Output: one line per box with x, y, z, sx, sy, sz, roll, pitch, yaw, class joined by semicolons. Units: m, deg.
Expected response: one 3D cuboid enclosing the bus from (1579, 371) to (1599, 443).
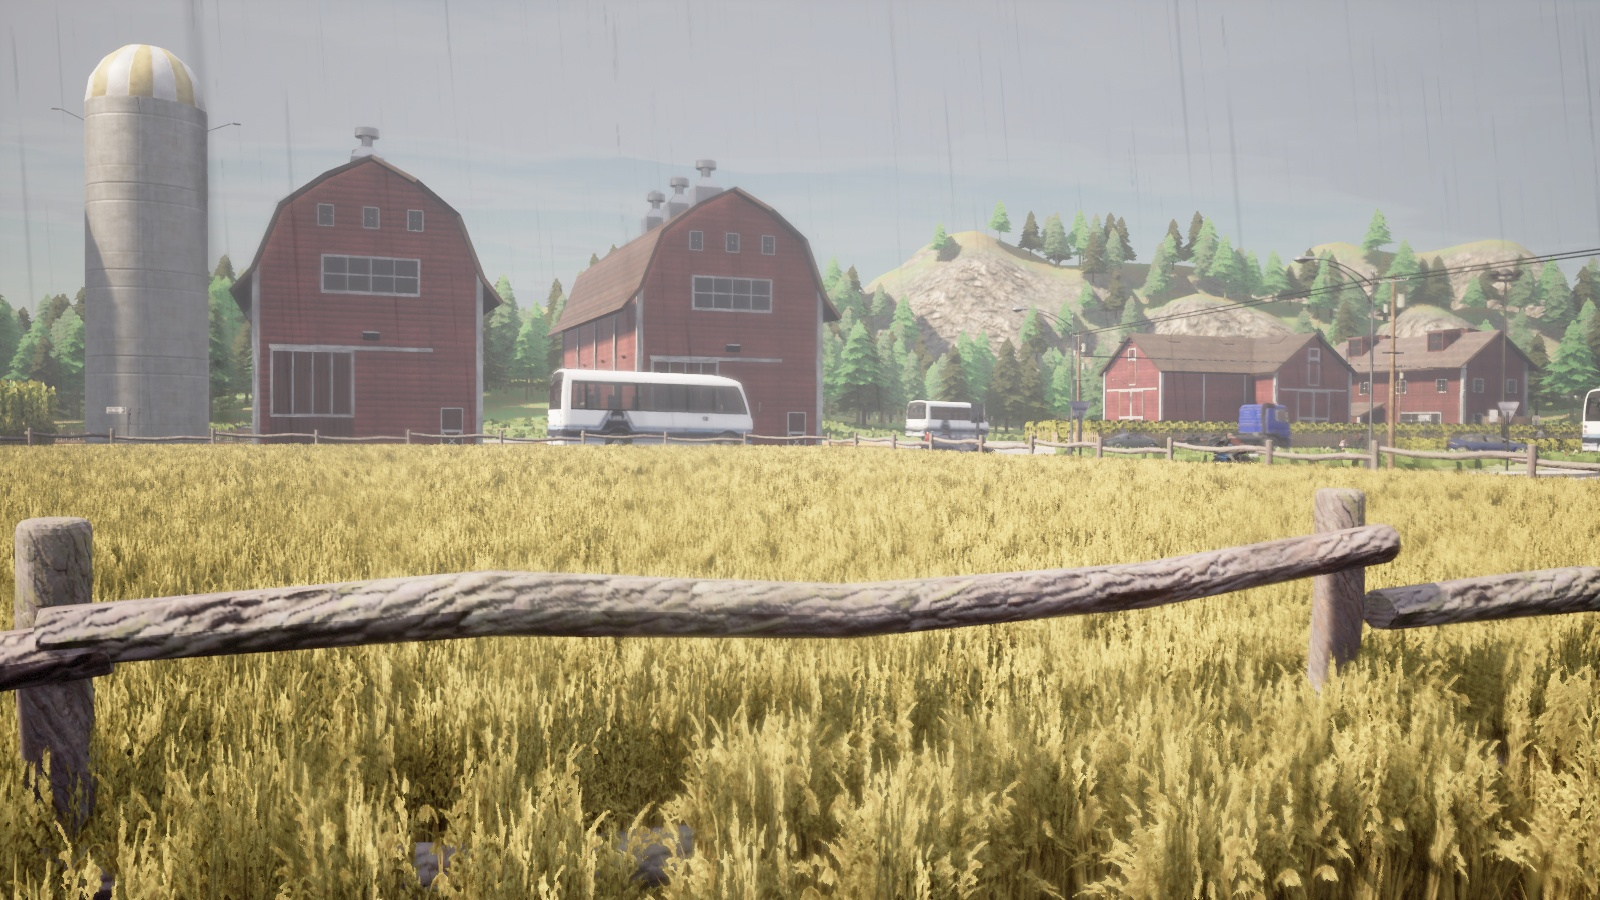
52.277;-2.652;75.210;10.273;4.253;3.944;-1;1;-19;bus

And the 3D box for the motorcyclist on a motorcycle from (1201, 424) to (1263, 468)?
15.358;-0.159;44.726;0.866;1.530;2.191;-1;1;-21;motorcyclist on a motorcycle

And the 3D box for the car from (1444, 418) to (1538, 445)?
40.716;-1.086;74.043;4.792;1.488;2.163;0;1;30;car

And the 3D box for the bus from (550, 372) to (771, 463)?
-6.980;-1.568;62.984;10.273;4.253;3.944;0;1;-24;bus

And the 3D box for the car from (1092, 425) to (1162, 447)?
22.470;-0.973;86.350;4.181;1.385;1.994;-1;1;-18;car

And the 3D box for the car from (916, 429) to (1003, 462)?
7.110;-0.216;56.368;1.994;1.385;4.181;-1;1;-24;car

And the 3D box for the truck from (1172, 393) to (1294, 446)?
29.348;-2.097;85.103;7.936;3.462;2.891;-1;1;-24;truck
